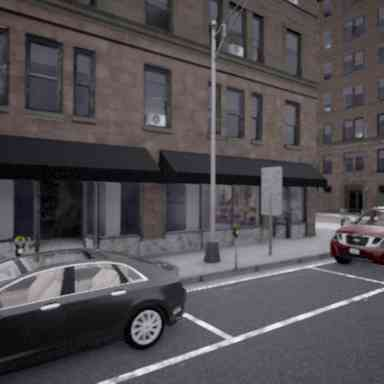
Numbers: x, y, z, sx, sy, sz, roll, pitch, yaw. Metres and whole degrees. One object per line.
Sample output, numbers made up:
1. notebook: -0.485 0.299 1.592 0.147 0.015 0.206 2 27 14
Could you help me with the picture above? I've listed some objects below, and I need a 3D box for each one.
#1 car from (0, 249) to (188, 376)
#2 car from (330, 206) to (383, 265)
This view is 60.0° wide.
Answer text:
1. car: -2.125 1.557 4.671 4.403 1.369 2.008 0 0 -36
2. car: 6.688 1.395 10.959 5.009 1.841 2.192 0 0 -36
